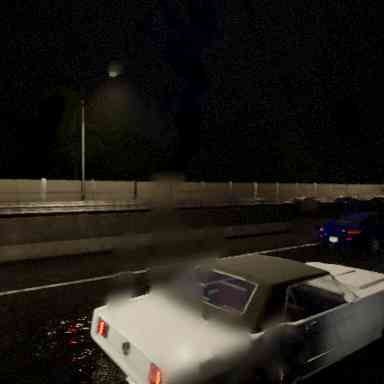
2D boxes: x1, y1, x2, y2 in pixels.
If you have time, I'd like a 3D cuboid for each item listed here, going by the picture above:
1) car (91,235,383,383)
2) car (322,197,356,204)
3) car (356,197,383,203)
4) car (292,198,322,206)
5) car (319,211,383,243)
[{"bbox_3d":[1.216,1.586,4.611,4.718,1.301,1.895,0,0,-35],"label":"car"},{"bbox_3d":[17.476,1.318,37.916,5.008,1.535,1.882,0,0,-35],"label":"car"},{"bbox_3d":[19.824,1.343,35.292,4.892,1.490,1.837,0,0,-35],"label":"car"},{"bbox_3d":[13.758,1.414,39.564,4.181,1.385,1.994,0,0,-35],"label":"car"},{"bbox_3d":[6.784,1.470,12.875,4.674,1.442,1.812,0,0,-35],"label":"car"}]
